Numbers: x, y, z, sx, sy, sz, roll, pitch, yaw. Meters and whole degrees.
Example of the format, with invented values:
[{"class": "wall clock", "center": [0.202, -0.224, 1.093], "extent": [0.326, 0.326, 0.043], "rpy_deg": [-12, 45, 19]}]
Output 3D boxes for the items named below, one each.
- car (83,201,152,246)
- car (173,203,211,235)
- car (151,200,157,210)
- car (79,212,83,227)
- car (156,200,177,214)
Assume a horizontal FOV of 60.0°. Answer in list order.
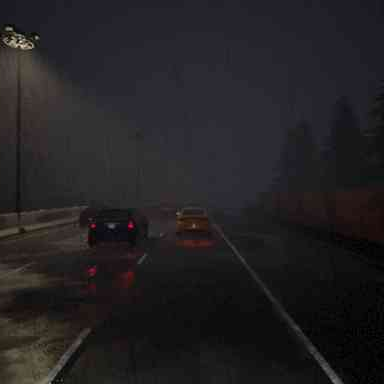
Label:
[{"class": "car", "center": [-3.402, 1.501, 16.180], "extent": [2.097, 1.767, 4.553], "rpy_deg": [0, -1, 0]}, {"class": "car", "center": [0.097, 1.662, 19.989], "extent": [1.882, 1.535, 5.008], "rpy_deg": [0, 0, 0]}, {"class": "car", "center": [-5.188, 1.939, 48.643], "extent": [2.128, 1.511, 4.902], "rpy_deg": [0, 0, 11]}, {"class": "car", "center": [-6.904, 1.708, 25.078], "extent": [1.882, 1.535, 5.008], "rpy_deg": [0, 0, 0]}, {"class": "car", "center": [-2.694, 1.855, 41.054], "extent": [1.882, 1.535, 5.008], "rpy_deg": [0, 0, 6]}]
